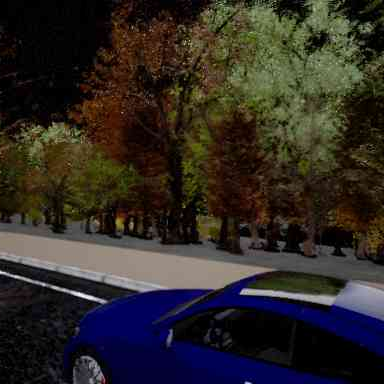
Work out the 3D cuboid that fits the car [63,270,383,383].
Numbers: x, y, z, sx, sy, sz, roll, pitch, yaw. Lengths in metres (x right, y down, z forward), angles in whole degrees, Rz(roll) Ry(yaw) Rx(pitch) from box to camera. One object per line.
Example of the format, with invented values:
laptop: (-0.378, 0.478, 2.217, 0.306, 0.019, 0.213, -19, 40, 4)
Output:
car: (0.749, 1.529, 3.155, 4.674, 1.442, 1.812, 0, 0, 36)
